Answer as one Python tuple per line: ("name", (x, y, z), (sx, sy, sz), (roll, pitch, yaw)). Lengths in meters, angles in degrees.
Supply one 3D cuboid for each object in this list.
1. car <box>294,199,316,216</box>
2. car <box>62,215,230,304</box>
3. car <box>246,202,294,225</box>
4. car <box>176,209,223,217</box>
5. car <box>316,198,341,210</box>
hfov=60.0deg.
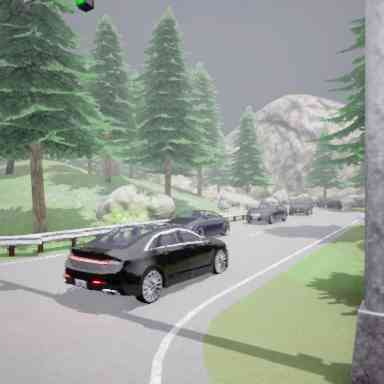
("car", (11.033, 1.522, 33.508), (1.837, 1.490, 4.892), (0, 0, 26))
("car", (-0.788, 1.557, 8.352), (2.128, 1.511, 4.902), (0, -1, 33))
("car", (5.663, 1.506, 24.816), (2.128, 1.511, 4.902), (0, 0, 33))
("car", (0.222, 1.576, 16.491), (1.994, 1.385, 4.181), (0, 0, 33))
("car", (17.744, 1.577, 43.708), (1.837, 1.490, 4.892), (4, 0, -5))
